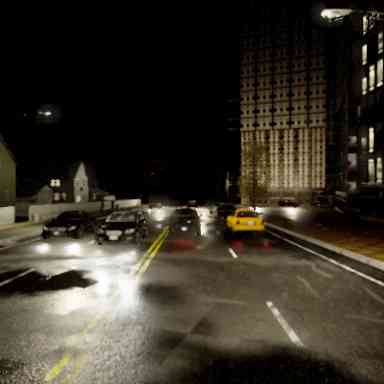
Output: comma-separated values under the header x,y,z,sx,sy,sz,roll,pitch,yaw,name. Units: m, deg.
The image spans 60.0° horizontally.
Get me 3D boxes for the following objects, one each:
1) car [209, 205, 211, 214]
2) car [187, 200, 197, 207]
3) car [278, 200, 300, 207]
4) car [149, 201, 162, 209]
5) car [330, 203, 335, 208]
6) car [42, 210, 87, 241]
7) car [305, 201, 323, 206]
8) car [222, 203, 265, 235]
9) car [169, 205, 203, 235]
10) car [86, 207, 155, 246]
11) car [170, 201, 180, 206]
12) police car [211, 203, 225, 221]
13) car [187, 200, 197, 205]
x,y,z,sx,sy,sz,roll,pitch,yaw,name
3.237,2.108,42.770,1.812,1.442,4.674,0,-1,0,car
-0.022,2.419,70.091,2.033,1.411,5.357,0,-1,0,car
22.988,2.763,79.126,5.009,1.841,2.192,0,1,20,car
-6.559,2.310,59.985,1.882,1.535,5.008,0,-1,1,car
33.636,3.026,75.233,4.507,1.381,1.887,0,1,20,car
-6.594,1.772,18.510,1.812,1.442,4.674,0,-1,0,car
31.020,2.920,84.581,4.403,1.369,2.008,0,1,20,car
3.244,1.736,20.955,1.801,1.575,5.366,0,-1,0,car
-0.364,1.783,20.733,1.837,1.490,4.892,0,0,2,car
-3.356,1.713,16.676,2.128,1.511,4.902,0,-1,0,car
-3.274,2.472,66.345,2.033,1.411,5.357,0,-1,0,car
3.240,1.855,31.878,1.930,1.638,5.238,0,-1,0,police car
0.060,2.337,61.060,2.128,1.511,4.902,0,-1,0,car
